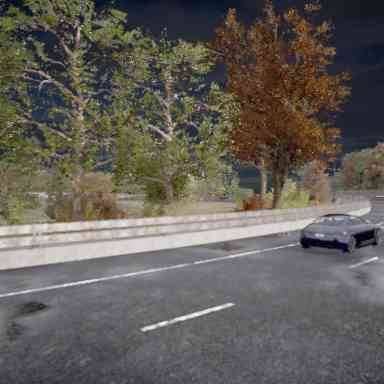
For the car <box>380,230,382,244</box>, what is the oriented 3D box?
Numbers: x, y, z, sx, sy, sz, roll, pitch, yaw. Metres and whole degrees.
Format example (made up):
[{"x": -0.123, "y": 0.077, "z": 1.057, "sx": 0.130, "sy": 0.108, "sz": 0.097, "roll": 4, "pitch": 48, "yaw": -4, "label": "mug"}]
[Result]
[{"x": 7.927, "y": 1.513, "z": 10.573, "sx": 4.892, "sy": 1.490, "sz": 1.837, "roll": 0, "pitch": 0, "yaw": -42, "label": "car"}]

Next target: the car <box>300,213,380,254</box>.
[{"x": 6.244, "y": 1.586, "z": 13.797, "sx": 4.181, "sy": 1.385, "sz": 1.994, "roll": 0, "pitch": 0, "yaw": -43, "label": "car"}]
